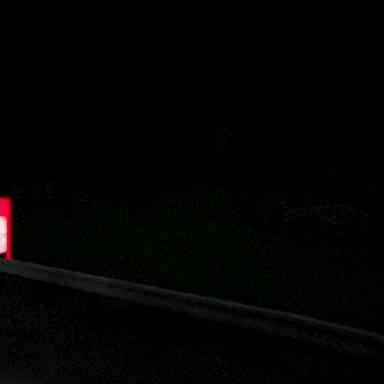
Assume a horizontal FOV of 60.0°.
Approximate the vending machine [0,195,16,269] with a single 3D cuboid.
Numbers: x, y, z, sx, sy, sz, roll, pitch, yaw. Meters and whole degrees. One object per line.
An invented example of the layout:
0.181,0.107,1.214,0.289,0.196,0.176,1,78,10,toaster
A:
-5.850,1.135,9.549,0.880,2.100,1.100,0,0,33,vending machine
